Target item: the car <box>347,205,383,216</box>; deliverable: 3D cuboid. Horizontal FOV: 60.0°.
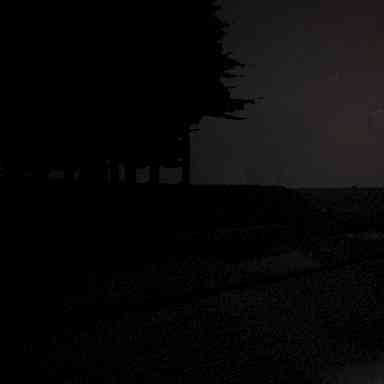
[{"bbox_3d":[15.732,1.851,28.857,1.895,1.301,4.718,1,0,-36],"label":"car"}]
